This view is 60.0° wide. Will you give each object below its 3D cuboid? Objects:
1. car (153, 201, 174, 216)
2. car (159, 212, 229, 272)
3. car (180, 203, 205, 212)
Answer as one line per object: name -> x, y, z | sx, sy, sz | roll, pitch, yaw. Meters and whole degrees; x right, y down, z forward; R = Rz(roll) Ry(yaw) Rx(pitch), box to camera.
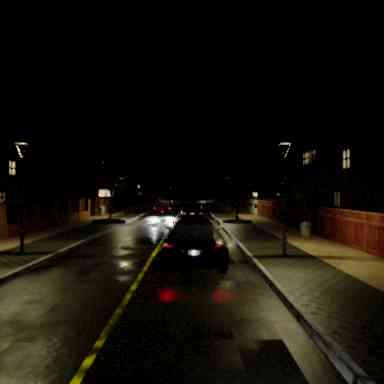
car -> -2.831, 1.635, 33.801 | 1.895, 1.301, 4.718 | 0, 0, 0
car -> 0.066, 1.565, 10.756 | 1.994, 1.385, 4.181 | 0, 0, 0
car -> 0.066, 1.566, 25.885 | 2.033, 1.411, 5.357 | 0, 0, 0
